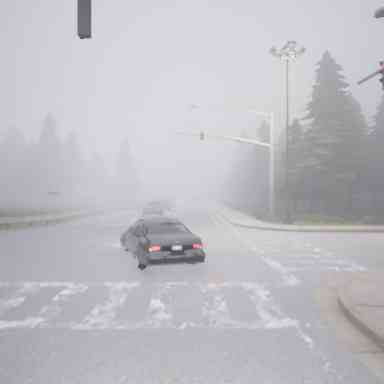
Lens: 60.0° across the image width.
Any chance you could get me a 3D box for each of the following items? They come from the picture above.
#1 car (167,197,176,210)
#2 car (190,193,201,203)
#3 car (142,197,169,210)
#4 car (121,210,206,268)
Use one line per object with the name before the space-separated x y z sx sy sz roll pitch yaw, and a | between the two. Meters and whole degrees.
car | -3.537 1.527 41.200 2.128 1.511 4.902 0 0 0
car | 0.703 1.275 69.281 2.150 2.045 5.566 0 0 2
car | -3.570 1.534 31.549 1.837 1.490 4.892 0 0 0
car | -1.204 1.568 11.418 2.033 1.411 5.357 0 0 -18
